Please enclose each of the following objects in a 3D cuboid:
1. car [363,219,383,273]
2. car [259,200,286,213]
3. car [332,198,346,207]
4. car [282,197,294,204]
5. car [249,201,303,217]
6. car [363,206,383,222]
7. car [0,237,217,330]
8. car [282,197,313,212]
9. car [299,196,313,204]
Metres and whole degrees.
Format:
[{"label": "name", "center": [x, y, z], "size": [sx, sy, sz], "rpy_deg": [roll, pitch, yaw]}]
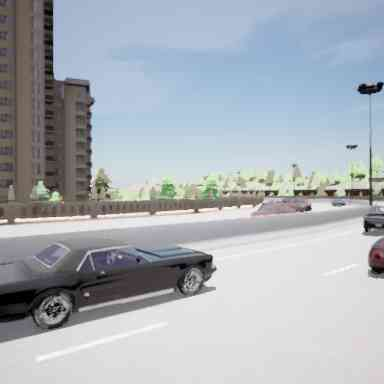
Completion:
[{"label": "car", "center": [6.818, 1.579, 9.678], "size": [4.181, 1.385, 1.994], "rpy_deg": [0, 0, -42]}, {"label": "car", "center": [9.828, 1.748, 40.518], "size": [1.994, 1.385, 4.181], "rpy_deg": [0, 0, 32]}, {"label": "car", "center": [26.063, 1.858, 59.095], "size": [2.033, 1.411, 5.357], "rpy_deg": [0, -1, 17]}, {"label": "car", "center": [22.716, 2.048, 79.004], "size": [1.837, 1.490, 4.892], "rpy_deg": [0, -1, 5]}, {"label": "car", "center": [5.849, 1.606, 23.747], "size": [1.812, 1.442, 4.674], "rpy_deg": [0, 0, 42]}, {"label": "car", "center": [11.414, 1.536, 19.214], "size": [2.128, 1.511, 4.902], "rpy_deg": [0, 0, 42]}, {"label": "car", "center": [-1.741, 1.628, 7.008], "size": [4.718, 1.301, 1.895], "rpy_deg": [0, 0, -37]}, {"label": "car", "center": [12.202, 1.510, 37.773], "size": [2.097, 1.767, 4.553], "rpy_deg": [0, -1, 32]}, {"label": "car", "center": [25.928, 1.848, 75.962], "size": [2.097, 1.767, 4.553], "rpy_deg": [0, -1, 8]}]
